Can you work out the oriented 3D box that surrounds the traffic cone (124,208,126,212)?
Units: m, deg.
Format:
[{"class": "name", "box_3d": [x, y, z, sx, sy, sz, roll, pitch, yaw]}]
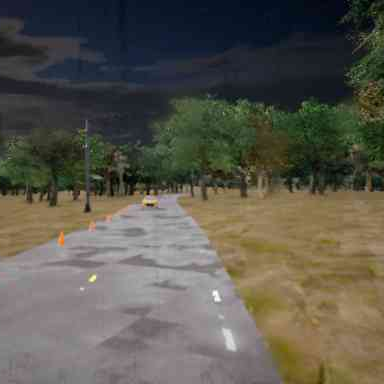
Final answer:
[{"class": "traffic cone", "box_3d": [-6.768, 1.757, 33.603, 0.340, 0.580, 0.340, 0, 1, -5]}]

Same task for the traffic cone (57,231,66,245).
[{"class": "traffic cone", "box_3d": [-5.400, 1.896, 13.794, 0.340, 0.580, 0.340, 0, 0, -2]}]

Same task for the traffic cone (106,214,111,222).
[{"class": "traffic cone", "box_3d": [-5.948, 1.836, 23.705, 0.340, 0.580, 0.340, 0, 0, -4]}]

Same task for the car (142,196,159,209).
[{"class": "car", "box_3d": [-5.051, 1.206, 40.493, 1.882, 1.535, 5.008, 0, 1, -6]}]

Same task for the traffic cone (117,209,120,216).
[{"class": "traffic cone", "box_3d": [-6.323, 1.799, 28.653, 0.340, 0.580, 0.340, 0, 0, -5]}]

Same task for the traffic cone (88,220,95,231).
[{"class": "traffic cone", "box_3d": [-5.640, 1.868, 18.751, 0.340, 0.580, 0.340, 0, 0, -3]}]

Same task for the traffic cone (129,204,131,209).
[{"class": "traffic cone", "box_3d": [-7.236, 1.710, 38.582, 0.340, 0.580, 0.340, 0, 1, -5]}]

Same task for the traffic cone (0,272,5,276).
[{"class": "traffic cone", "box_3d": [-5.228, 1.921, 8.833, 0.340, 0.580, 0.340, 0, 0, -2]}]
